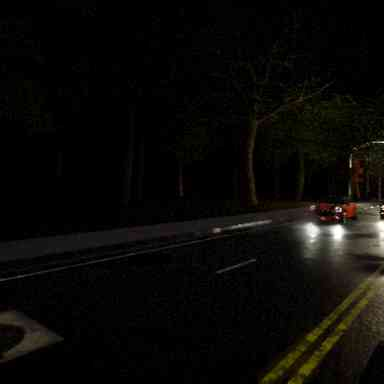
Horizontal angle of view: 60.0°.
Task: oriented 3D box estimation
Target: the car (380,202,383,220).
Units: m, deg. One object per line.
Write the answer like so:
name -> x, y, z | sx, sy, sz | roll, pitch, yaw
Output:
car -> 15.013, 1.099, 23.897 | 2.097, 1.767, 4.553 | 2, 2, 39

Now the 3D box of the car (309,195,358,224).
car -> 9.482, 1.035, 22.207 | 2.097, 1.767, 4.553 | 2, 2, 39
